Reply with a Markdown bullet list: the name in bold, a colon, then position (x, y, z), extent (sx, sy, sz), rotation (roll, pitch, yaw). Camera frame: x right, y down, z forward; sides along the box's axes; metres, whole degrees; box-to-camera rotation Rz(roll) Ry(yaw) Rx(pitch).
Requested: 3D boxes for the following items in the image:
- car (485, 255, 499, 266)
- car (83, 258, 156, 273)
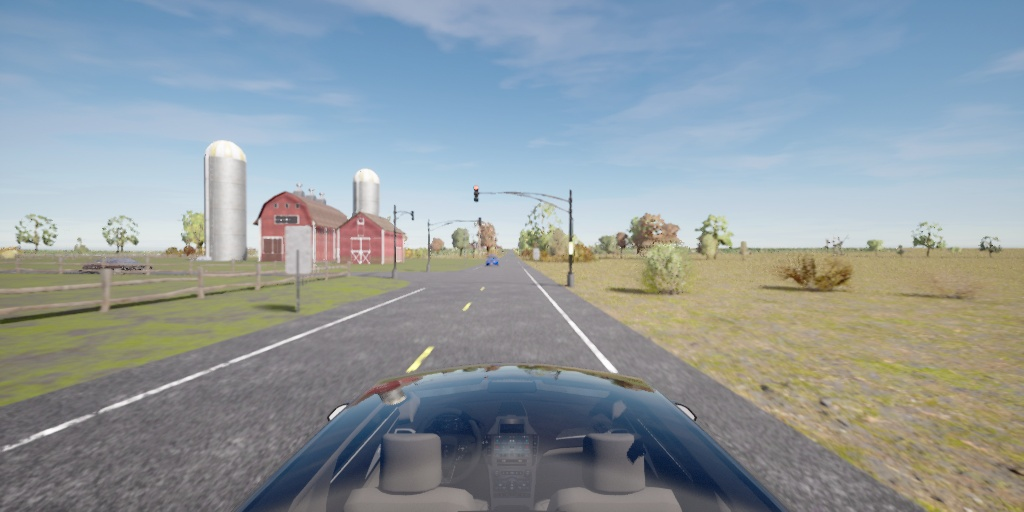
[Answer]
- **car**: position (-3.500, 0.801, 64.174), extent (2.150, 2.045, 5.566), rotation (0, 2, 0)
- **car**: position (-37.316, 0.886, 34.126), extent (5.357, 1.411, 2.033), rotation (1, 1, 0)
